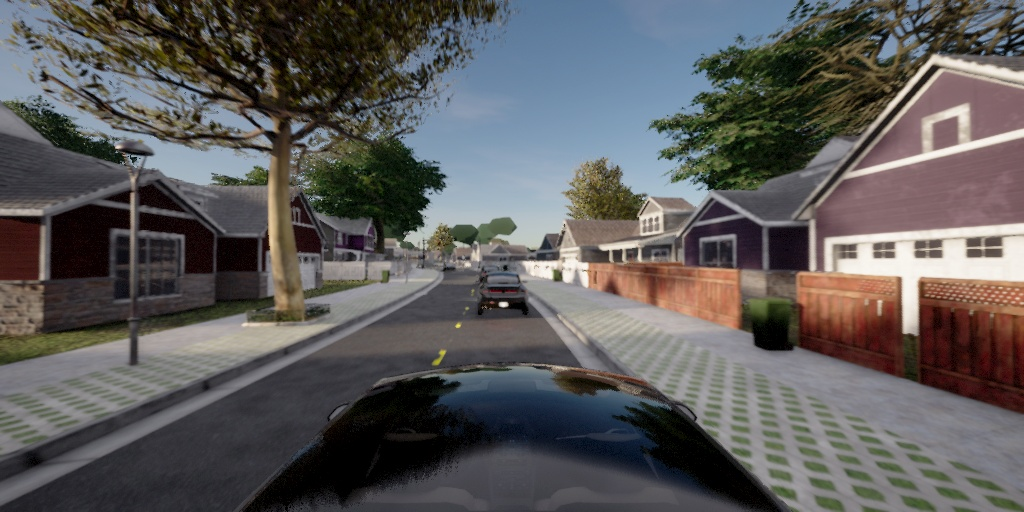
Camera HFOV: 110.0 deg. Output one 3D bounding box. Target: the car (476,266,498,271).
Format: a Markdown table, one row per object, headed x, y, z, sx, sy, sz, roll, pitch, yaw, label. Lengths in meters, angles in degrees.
| x | y | z | sx | sy | sz | roll | pitch | yaw | label |
| --- | --- | --- | --- | --- | --- | --- | --- | --- | --- |
| -1.808 | 1.517 | 29.375 | 1.837 | 1.490 | 4.892 | 0 | 0 | -7 | car |

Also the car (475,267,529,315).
| x | y | z | sx | sy | sz | roll | pitch | yaw | label |
| --- | --- | --- | --- | --- | --- | --- | --- | --- | --- |
| -0.415 | 1.374 | 14.359 | 1.837 | 1.490 | 4.892 | 0 | 0 | -3 | car |

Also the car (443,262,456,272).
| x | y | z | sx | sy | sz | roll | pitch | yaw | label |
| --- | --- | --- | --- | --- | --- | --- | --- | --- | --- |
| -10.100 | 1.774 | 57.883 | 1.882 | 1.535 | 5.008 | 0 | -1 | -14 | car |
